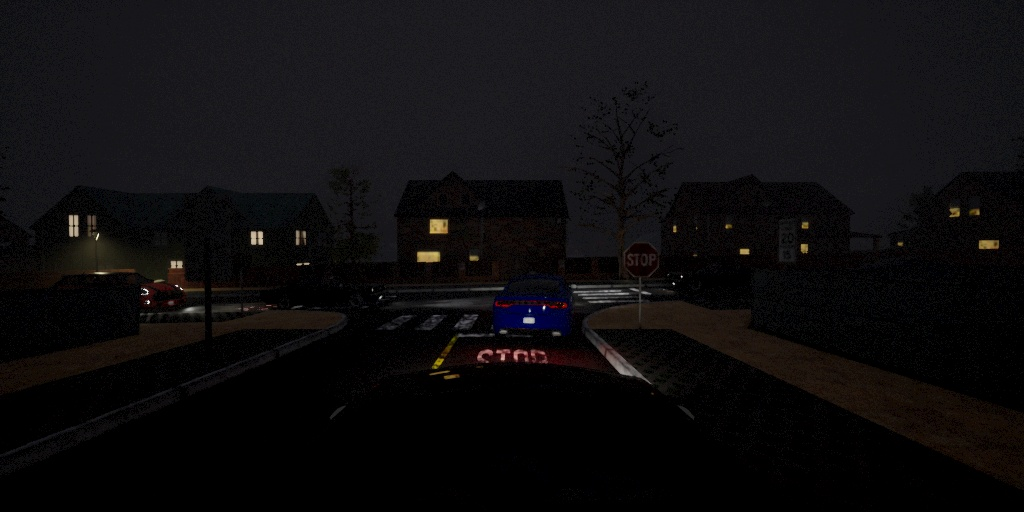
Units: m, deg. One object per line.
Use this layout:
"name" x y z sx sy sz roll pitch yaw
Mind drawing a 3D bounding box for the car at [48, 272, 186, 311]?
"car" -16.807 1.472 15.292 4.553 1.767 2.097 -1 1 0

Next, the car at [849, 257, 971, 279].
"car" 20.046 0.753 18.286 5.357 1.411 2.033 -1 1 0

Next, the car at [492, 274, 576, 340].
"car" 0.781 1.226 10.103 1.882 1.535 5.008 0 0 10

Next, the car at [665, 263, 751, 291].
"car" 10.401 1.034 18.244 4.718 1.301 1.895 -1 1 -1

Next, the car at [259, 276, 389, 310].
"car" -7.820 1.506 15.305 4.718 1.301 1.895 -1 1 0
